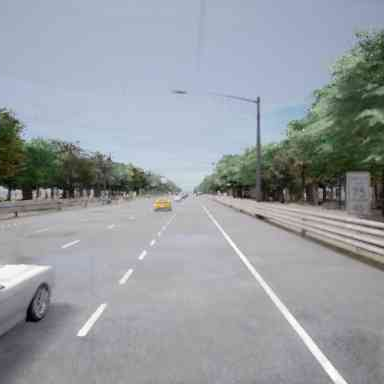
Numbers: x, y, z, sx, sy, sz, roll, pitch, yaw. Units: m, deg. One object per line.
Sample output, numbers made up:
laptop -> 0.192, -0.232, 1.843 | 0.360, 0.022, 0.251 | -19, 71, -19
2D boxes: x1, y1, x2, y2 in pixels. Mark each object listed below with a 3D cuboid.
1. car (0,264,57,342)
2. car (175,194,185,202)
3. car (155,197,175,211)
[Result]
car -> -3.503, 1.602, 4.249 | 1.895, 1.301, 4.718 | 0, 0, 0
car -> -3.387, 1.598, 80.376 | 1.812, 1.442, 4.674 | 0, 0, 0
car -> -3.490, 1.496, 41.151 | 1.882, 1.535, 5.008 | 0, 0, 0
